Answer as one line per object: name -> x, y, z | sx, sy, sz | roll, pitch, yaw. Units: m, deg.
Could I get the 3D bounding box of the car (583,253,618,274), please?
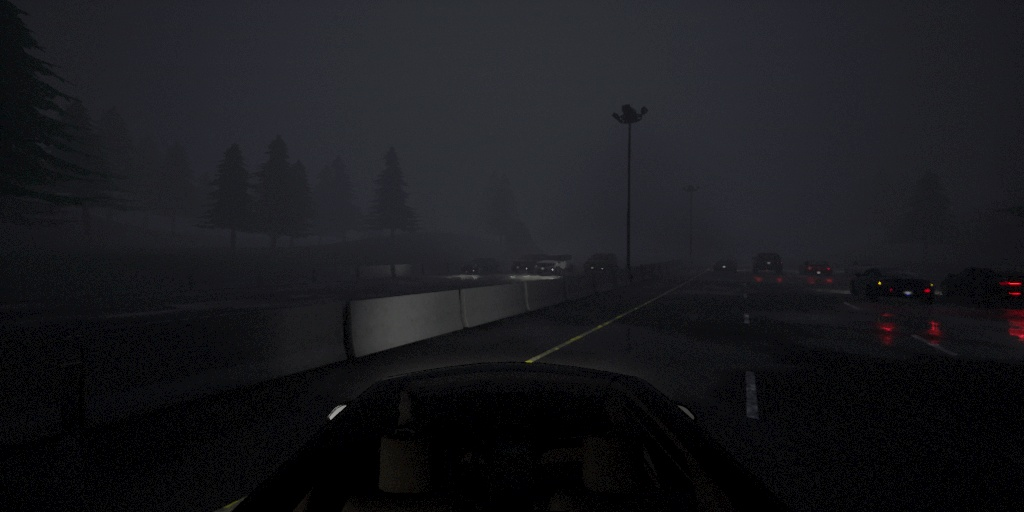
car -> 9.188, 0.767, 36.712 | 2.150, 2.045, 5.566 | 0, 1, 33

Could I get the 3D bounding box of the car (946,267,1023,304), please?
car -> 20.448, 1.200, 15.218 | 1.837, 1.490, 4.892 | 0, 1, 33

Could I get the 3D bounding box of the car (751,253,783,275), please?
car -> 24.569, 0.683, 34.542 | 2.150, 2.045, 5.566 | 0, 1, 33

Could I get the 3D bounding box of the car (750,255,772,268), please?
car -> 32.659, 0.658, 47.095 | 2.128, 1.511, 4.902 | 0, 1, 32

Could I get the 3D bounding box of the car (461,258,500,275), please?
car -> -3.227, 0.965, 36.933 | 2.097, 1.767, 4.553 | 0, 1, 33

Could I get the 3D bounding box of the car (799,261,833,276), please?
car -> 27.365, 1.070, 32.423 | 1.895, 1.301, 4.718 | 0, 1, 33

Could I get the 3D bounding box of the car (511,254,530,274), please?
car -> 2.101, 0.791, 38.672 | 2.150, 2.045, 5.566 | 0, 0, 33

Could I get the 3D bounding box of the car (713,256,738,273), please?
car -> 22.006, 1.011, 37.032 | 1.994, 1.385, 4.181 | 0, 1, 33

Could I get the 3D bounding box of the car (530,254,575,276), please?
car -> 4.365, 0.808, 35.749 | 2.150, 2.045, 5.566 | 0, 1, 33

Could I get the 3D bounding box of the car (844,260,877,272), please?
car -> 31.128, 1.048, 31.802 | 1.895, 1.301, 4.718 | 0, 1, 33

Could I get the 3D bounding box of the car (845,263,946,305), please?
car -> 16.781, 1.227, 15.987 | 1.812, 1.442, 4.674 | 0, 0, 33
